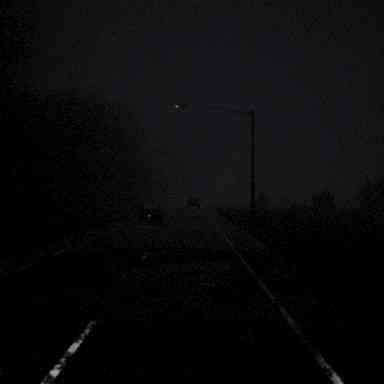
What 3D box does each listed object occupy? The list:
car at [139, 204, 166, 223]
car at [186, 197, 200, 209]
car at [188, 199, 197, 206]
[{"bbox_3d":[-3.358,1.767,28.733,1.882,1.535,5.008,0,-1,0],"label":"car"},{"bbox_3d":[0.182,1.777,55.058,2.150,2.045,5.566,0,-1,0],"label":"car"},{"bbox_3d":[0.111,2.268,73.429,1.812,1.442,4.674,0,-1,0],"label":"car"}]
